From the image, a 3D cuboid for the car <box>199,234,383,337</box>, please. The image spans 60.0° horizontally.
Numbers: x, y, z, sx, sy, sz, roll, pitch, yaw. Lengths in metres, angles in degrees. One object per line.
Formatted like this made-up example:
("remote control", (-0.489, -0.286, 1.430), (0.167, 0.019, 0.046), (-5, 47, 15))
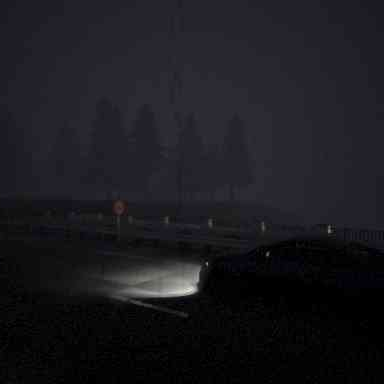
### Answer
("car", (2.205, 1.573, 6.720), (4.181, 1.385, 1.994), (0, 0, 36))
